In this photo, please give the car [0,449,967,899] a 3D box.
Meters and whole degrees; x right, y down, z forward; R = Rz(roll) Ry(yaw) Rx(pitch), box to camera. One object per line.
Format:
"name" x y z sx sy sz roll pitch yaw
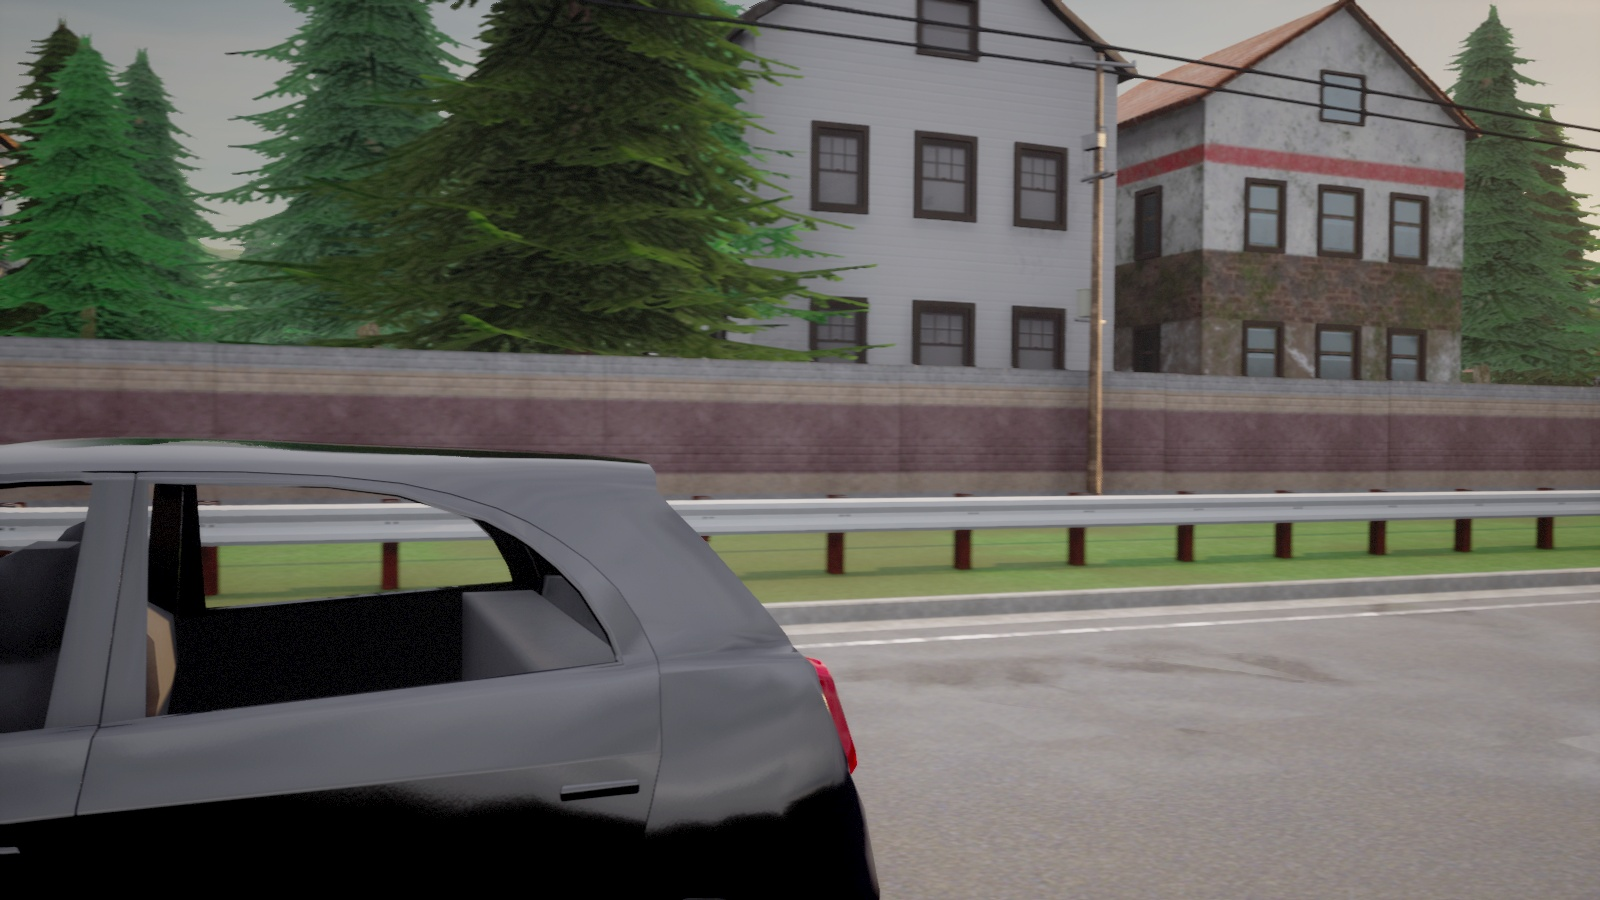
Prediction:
"car" -1.709 0.788 2.596 3.633 1.501 1.845 -1 1 -21
